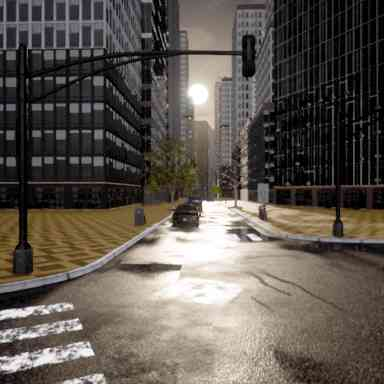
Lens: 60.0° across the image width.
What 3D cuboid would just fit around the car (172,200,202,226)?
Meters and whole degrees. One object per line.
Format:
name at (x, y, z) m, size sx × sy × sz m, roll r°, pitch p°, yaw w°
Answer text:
car at (-0.397, 1.652, 25.400) m, size 1.882 × 1.535 × 5.008 m, roll 0°, pitch 0°, yaw 2°

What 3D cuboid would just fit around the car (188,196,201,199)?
car at (0.389, 1.551, 46.265) m, size 2.150 × 2.045 × 5.566 m, roll 0°, pitch 0°, yaw 2°

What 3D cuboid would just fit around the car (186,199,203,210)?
car at (-0.011, 1.774, 35.613) m, size 1.812 × 1.442 × 4.674 m, roll 0°, pitch 0°, yaw 2°
